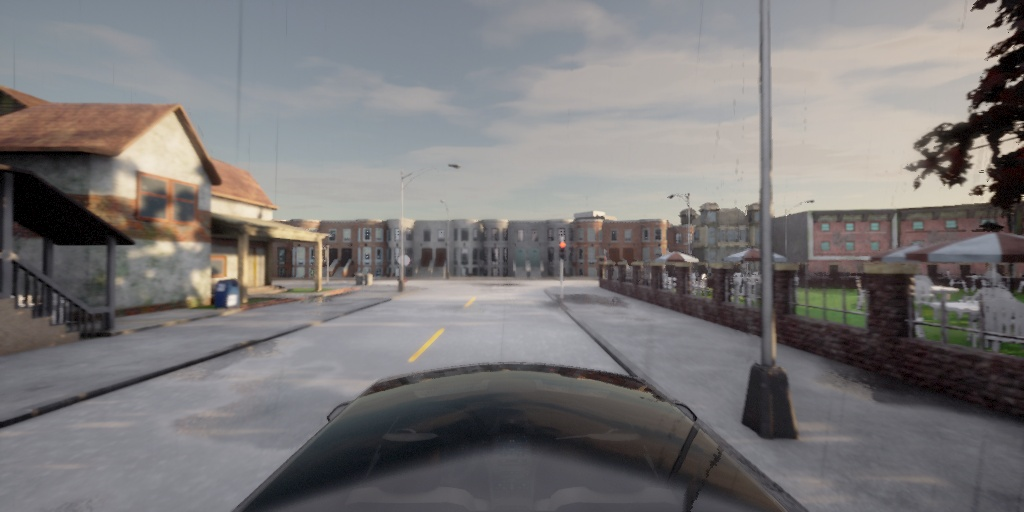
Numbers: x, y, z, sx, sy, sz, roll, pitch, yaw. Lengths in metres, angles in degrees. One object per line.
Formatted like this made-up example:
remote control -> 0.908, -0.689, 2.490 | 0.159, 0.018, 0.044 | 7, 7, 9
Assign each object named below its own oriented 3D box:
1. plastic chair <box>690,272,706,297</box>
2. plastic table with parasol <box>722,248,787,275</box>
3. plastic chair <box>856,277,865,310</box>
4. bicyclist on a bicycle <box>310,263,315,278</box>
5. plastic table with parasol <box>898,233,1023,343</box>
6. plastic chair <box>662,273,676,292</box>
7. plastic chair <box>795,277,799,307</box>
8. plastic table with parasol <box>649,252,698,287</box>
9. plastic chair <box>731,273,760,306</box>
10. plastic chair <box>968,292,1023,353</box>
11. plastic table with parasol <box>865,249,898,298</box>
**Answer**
plastic chair -> 10.412, 1.597, 20.108 | 0.750, 1.272, 0.730 | 0, 0, -40
plastic table with parasol -> 10.679, 0.904, 15.877 | 2.482, 2.480, 2.482 | 0, 0, -40
plastic chair -> 13.934, 1.459, 13.952 | 0.750, 1.272, 0.730 | 0, 0, -40
bicyclist on a bicycle -> -21.804, 1.625, 39.484 | 0.582, 1.620, 1.656 | 0, -1, 0
plastic table with parasol -> 9.971, 0.765, 7.436 | 2.482, 2.480, 2.482 | 0, 0, -40
plastic chair -> 8.705, 1.599, 20.204 | 0.730, 1.272, 0.750 | 0, 0, -35
plastic chair -> 11.412, 1.487, 14.879 | 0.750, 1.272, 0.730 | 0, 0, -40
plastic table with parasol -> 9.679, 1.007, 21.106 | 2.482, 2.480, 2.482 | 0, 0, -40
plastic chair -> 9.706, 1.495, 14.975 | 0.730, 1.272, 0.750 | 0, 0, -35
plastic chair -> 8.997, 1.384, 6.536 | 0.730, 1.272, 0.750 | 0, 0, -35
plastic table with parasol -> 14.667, 0.831, 12.912 | 2.482, 2.480, 2.482 | 0, 0, -42
